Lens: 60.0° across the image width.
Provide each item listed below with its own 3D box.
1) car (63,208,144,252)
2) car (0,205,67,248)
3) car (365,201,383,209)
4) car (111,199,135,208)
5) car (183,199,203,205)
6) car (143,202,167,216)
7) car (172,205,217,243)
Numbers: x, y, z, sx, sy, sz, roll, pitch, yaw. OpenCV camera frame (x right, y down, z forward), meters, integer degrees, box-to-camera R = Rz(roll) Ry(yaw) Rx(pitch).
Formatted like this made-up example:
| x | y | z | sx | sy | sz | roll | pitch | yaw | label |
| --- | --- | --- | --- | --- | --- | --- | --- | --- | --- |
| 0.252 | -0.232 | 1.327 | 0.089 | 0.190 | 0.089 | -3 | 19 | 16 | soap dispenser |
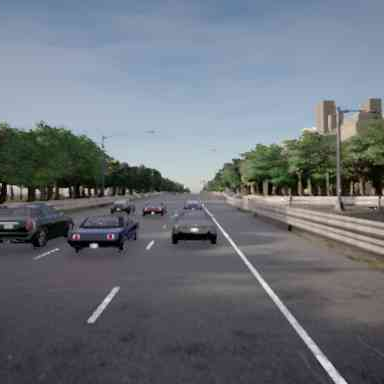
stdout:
| x | y | z | sx | sy | sz | roll | pitch | yaw | label |
| --- | --- | --- | --- | --- | --- | --- | --- | --- | --- |
| -3.397 | 1.577 | 13.776 | 1.895 | 1.301 | 4.718 | 0 | 0 | 0 | car |
| -6.896 | 1.326 | 14.681 | 2.097 | 1.767 | 4.553 | 0 | 0 | 0 | car |
| 20.758 | 1.040 | 34.721 | 1.801 | 1.575 | 5.366 | 0 | -1 | -33 | car |
| -6.896 | 1.459 | 33.470 | 1.812 | 1.442 | 4.674 | 0 | 0 | 0 | car |
| 0.104 | 1.459 | 33.389 | 1.812 | 1.442 | 4.674 | 0 | 0 | 0 | car |
| -3.394 | 1.541 | 31.157 | 1.895 | 1.301 | 4.718 | 0 | 0 | 0 | car |
| 0.103 | 1.536 | 15.825 | 1.994 | 1.385 | 4.181 | 0 | 0 | 0 | car |
